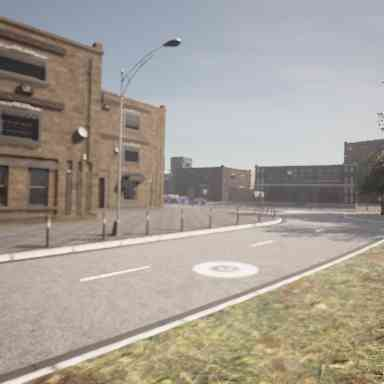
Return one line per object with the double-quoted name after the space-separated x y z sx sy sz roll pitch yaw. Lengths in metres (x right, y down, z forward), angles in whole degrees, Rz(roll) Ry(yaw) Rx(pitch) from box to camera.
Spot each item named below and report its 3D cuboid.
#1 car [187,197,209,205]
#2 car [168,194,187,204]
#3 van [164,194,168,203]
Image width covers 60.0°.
1.814 1.945 70.121 2.163 1.488 4.792 1 -1 37 "car"
-2.476 1.687 73.452 2.185 1.767 4.553 1 -1 37 "car"
-4.880 1.522 75.091 1.878 1.987 4.442 2 -1 37 "van"
